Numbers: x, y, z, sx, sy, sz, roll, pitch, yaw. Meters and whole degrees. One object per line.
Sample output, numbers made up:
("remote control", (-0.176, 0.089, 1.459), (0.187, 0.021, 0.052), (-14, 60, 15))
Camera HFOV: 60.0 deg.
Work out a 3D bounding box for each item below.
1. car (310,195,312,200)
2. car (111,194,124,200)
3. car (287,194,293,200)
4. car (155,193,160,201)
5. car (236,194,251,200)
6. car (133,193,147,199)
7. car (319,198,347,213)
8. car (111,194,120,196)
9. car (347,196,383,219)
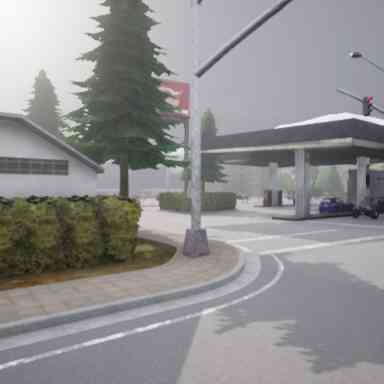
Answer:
("car", (29.164, 1.255, 86.922), (2.007, 1.523, 4.514), (0, 0, -36))
("car", (-18.716, 1.195, 83.474), (1.970, 1.475, 3.806), (0, 0, -36))
("car", (26.661, 1.249, 85.031), (2.152, 1.636, 5.027), (0, 0, -36))
("car", (-6.012, 1.056, 71.625), (1.932, 1.855, 4.605), (0, 0, -36))
("car", (12.568, 1.252, 84.248), (1.845, 1.501, 3.633), (0, 0, -36))
("car", (-13.722, 1.109, 87.518), (2.152, 1.636, 5.027), (0, 0, -36))
("car", (15.570, 1.442, 35.543), (4.611, 1.667, 2.242), (0, 0, -36))
("car", (-17.519, 1.265, 75.621), (2.007, 1.523, 4.514), (0, 0, -36))
("car", (15.403, 1.280, 28.412), (3.866, 1.878, 1.905), (0, 0, -36))
